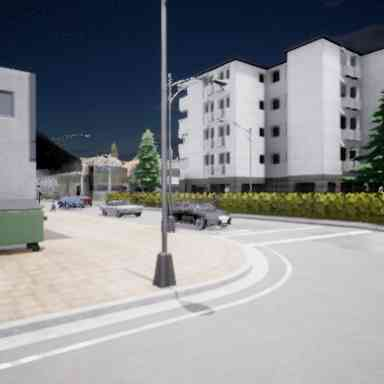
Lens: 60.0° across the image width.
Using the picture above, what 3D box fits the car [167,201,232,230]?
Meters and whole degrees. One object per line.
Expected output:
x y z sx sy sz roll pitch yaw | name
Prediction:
0.241 1.264 19.243 2.128 1.511 4.902 0 0 -36 | car

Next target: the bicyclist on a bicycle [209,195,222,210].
2.061 1.040 29.362 1.656 1.620 0.582 -1 0 -36 | bicyclist on a bicycle

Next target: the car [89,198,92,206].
-15.616 1.236 46.685 1.882 1.535 5.008 0 0 -37 | car

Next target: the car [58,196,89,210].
-14.017 1.251 38.575 1.882 1.535 5.008 0 0 -36 | car

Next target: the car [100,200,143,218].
-5.879 1.374 27.517 1.895 1.301 4.718 0 0 -37 | car
